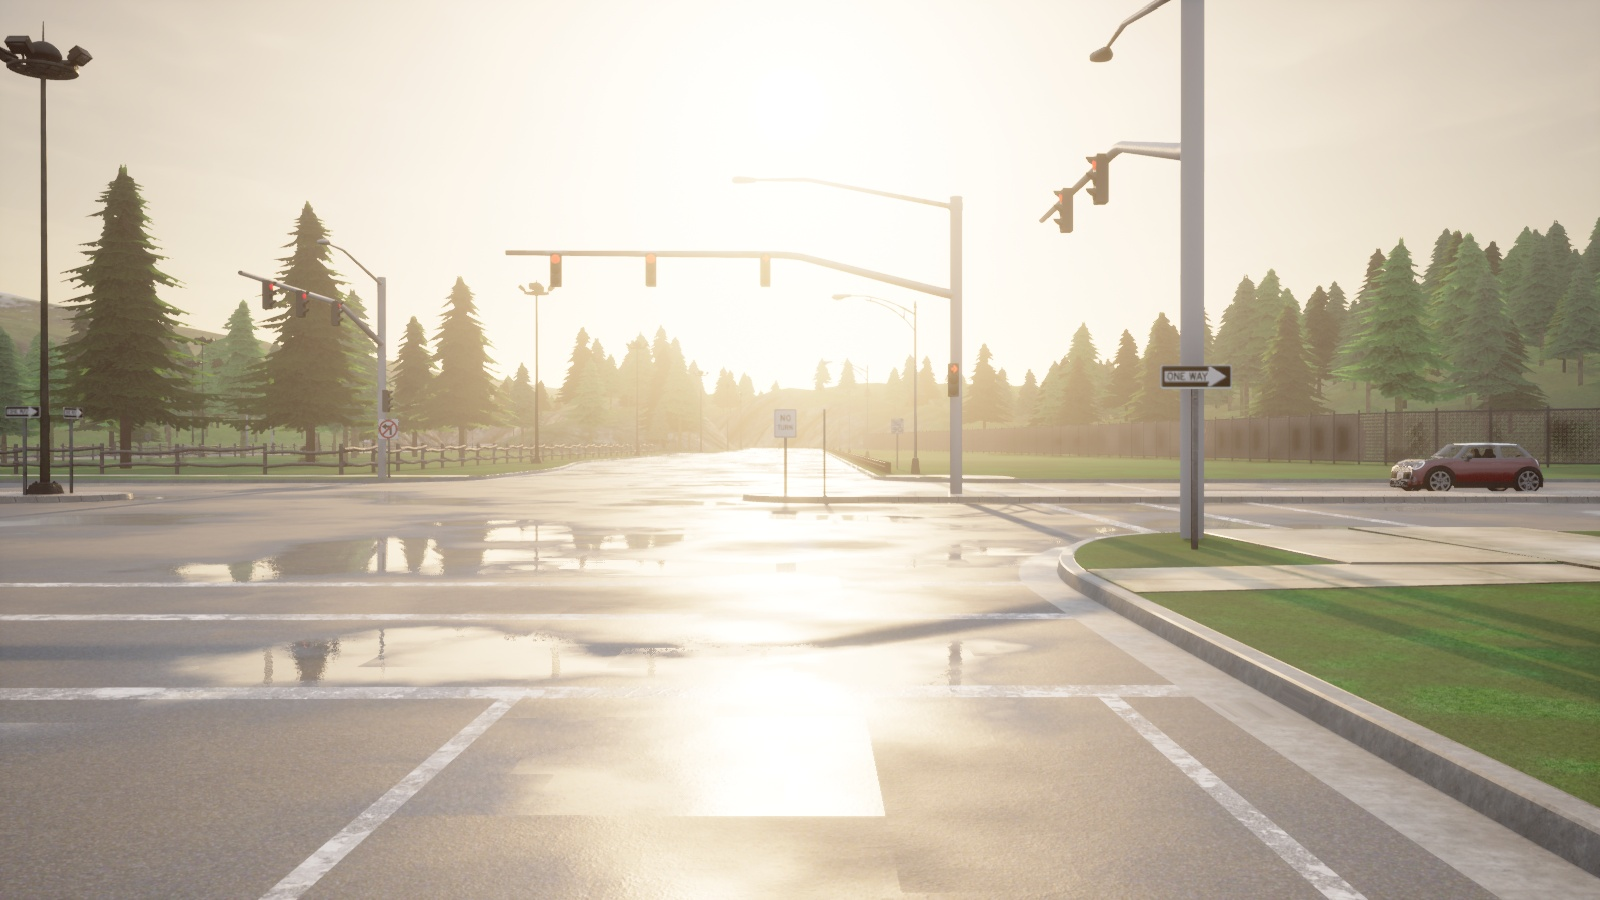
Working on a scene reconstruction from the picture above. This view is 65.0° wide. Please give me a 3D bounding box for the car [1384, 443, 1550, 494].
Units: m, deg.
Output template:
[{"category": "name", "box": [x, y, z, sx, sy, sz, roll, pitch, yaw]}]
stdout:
[{"category": "car", "box": [19.433, 0.520, 36.738, 3.806, 1.475, 1.970, 0, 0, 1]}]
